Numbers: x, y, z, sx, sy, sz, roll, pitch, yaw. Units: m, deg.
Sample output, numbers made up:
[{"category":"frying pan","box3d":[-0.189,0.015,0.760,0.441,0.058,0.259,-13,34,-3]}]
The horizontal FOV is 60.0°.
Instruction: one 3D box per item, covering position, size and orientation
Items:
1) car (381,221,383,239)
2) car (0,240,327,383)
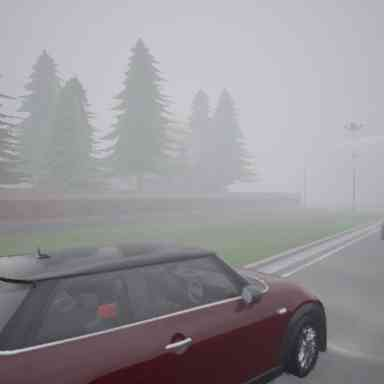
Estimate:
[{"category":"car","box3d":[11.334,1.720,17.694,1.812,1.442,4.674,0,0,38]},{"category":"car","box3d":[-0.326,1.384,3.982,4.553,1.767,2.097,1,-1,-39]}]
